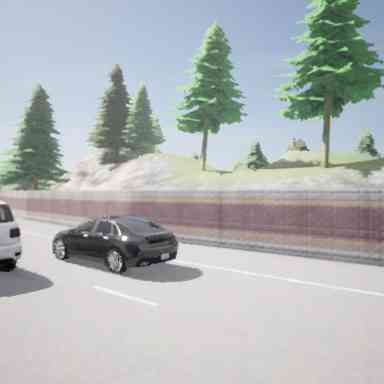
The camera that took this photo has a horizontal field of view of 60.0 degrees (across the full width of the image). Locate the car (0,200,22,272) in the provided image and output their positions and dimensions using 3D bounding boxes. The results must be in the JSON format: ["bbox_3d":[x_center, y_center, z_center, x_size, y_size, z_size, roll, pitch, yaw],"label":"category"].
[{"bbox_3d":[-7.060,1.228,9.813,5.566,2.045,2.150,0,0,41],"label":"car"}]

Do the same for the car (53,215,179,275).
[{"bbox_3d":[-2.607,1.519,10.655,4.892,1.490,1.837,0,0,39],"label":"car"}]
